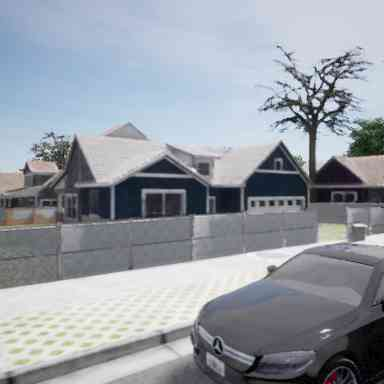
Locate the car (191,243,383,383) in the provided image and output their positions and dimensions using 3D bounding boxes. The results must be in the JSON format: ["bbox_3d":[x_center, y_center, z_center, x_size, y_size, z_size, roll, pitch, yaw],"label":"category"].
[{"bbox_3d":[2.192,1.530,4.723,4.674,1.442,1.812,0,0,-33],"label":"car"}]
